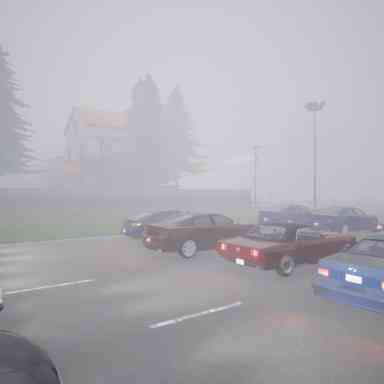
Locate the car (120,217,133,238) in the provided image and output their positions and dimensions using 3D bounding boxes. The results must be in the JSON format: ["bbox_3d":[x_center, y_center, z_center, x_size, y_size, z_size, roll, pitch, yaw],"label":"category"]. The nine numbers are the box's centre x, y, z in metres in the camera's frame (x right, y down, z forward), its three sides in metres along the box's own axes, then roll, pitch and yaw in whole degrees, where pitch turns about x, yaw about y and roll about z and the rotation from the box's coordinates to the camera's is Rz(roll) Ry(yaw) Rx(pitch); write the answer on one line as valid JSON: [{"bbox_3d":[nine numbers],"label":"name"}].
[{"bbox_3d":[-1.087,1.526,15.885,4.674,1.442,1.812,0,0,-36],"label":"car"}]

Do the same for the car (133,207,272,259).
[{"bbox_3d":[0.538,1.478,12.752,5.008,1.535,1.882,0,0,-35],"label":"car"}]

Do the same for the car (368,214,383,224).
[{"bbox_3d":[10.526,1.601,15.576,4.718,1.301,1.895,0,0,-36],"label":"car"}]

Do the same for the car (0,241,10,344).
[{"bbox_3d":[-5.216,1.601,4.450,4.718,1.301,1.895,0,0,-34],"label":"car"}]

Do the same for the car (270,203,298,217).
[{"bbox_3d":[6.383,1.478,21.218,5.008,1.535,1.882,0,0,-36],"label":"car"}]

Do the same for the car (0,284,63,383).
[{"bbox_3d":[-3.154,1.492,1.512,4.902,1.511,2.128,0,0,-35],"label":"car"}]

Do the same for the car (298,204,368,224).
[{"bbox_3d":[8.326,1.478,18.307,5.008,1.535,1.882,0,0,-36],"label":"car"}]

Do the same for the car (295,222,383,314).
[{"bbox_3d":[4.835,1.547,7.204,5.357,1.411,2.033,0,0,-35],"label":"car"}]

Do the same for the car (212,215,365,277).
[{"bbox_3d":[3.114,1.601,10.289,4.718,1.301,1.895,0,0,-35],"label":"car"}]
